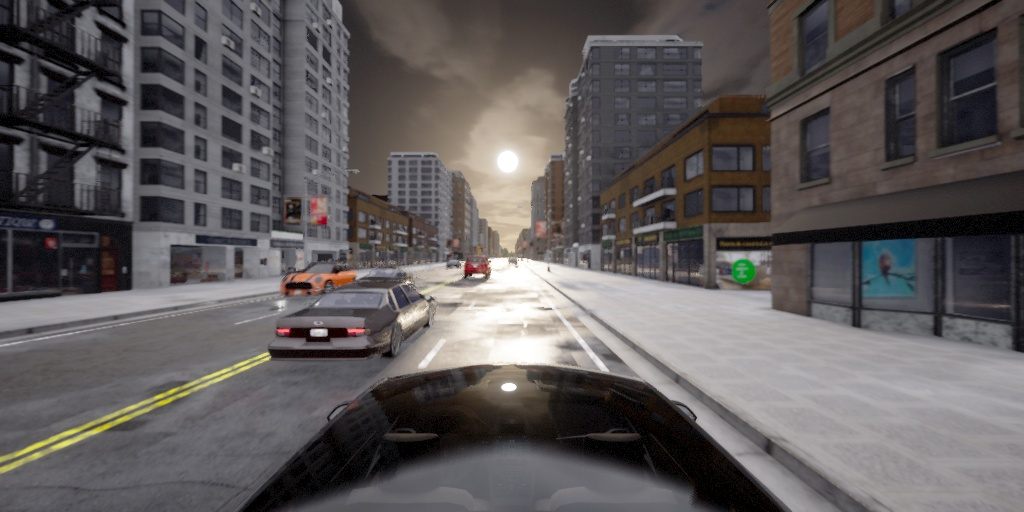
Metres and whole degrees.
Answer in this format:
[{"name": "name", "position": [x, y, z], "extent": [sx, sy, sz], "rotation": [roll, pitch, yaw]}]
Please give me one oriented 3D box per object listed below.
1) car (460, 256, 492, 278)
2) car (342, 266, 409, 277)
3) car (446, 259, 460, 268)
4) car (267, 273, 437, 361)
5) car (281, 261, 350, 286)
[{"name": "car", "position": [-3.158, 0.983, 33.608], "extent": [2.150, 2.045, 5.566], "rotation": [0, 0, 0]}, {"name": "car", "position": [-6.606, 1.304, 18.959], "extent": [2.033, 1.411, 5.357], "rotation": [0, 0, 0]}, {"name": "car", "position": [-9.799, 1.299, 59.964], "extent": [1.812, 1.442, 4.674], "rotation": [0, 0, 1]}, {"name": "car", "position": [-3.152, 1.300, 8.362], "extent": [2.033, 1.411, 5.357], "rotation": [0, 0, 0]}, {"name": "car", "position": [-9.855, 1.108, 18.726], "extent": [2.097, 1.767, 4.553], "rotation": [0, 0, 0]}]
